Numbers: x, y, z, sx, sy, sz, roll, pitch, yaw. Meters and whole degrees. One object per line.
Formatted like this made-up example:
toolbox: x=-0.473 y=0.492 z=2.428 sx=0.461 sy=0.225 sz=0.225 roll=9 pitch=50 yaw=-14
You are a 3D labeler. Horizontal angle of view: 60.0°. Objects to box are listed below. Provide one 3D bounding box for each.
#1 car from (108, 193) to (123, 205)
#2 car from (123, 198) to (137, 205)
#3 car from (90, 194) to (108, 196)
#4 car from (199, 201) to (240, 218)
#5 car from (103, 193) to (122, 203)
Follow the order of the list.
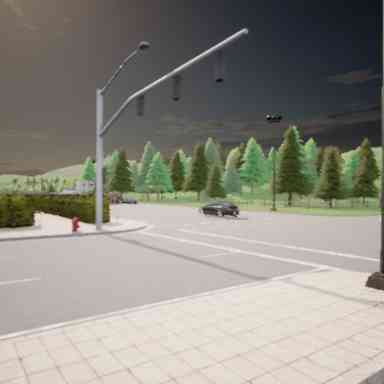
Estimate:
car: x=-15.916 y=1.551 z=65.202 sx=2.097 sy=1.767 sz=4.553 roll=1 pitch=0 yaw=-35
car: x=-12.598 y=1.791 z=66.553 sx=1.994 sy=1.385 sz=4.181 roll=1 pitch=0 yaw=-35
car: x=-18.140 y=1.392 z=62.264 sx=2.150 sy=2.045 sz=5.566 roll=1 pitch=0 yaw=-35
car: x=2.559 y=1.670 z=32.273 sx=1.837 sy=1.490 sz=4.892 roll=1 pitch=0 yaw=-34
car: x=-17.815 y=1.286 z=74.131 sx=2.150 sy=2.045 sz=5.566 roll=1 pitch=0 yaw=-35
